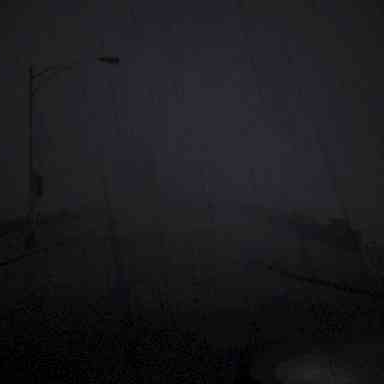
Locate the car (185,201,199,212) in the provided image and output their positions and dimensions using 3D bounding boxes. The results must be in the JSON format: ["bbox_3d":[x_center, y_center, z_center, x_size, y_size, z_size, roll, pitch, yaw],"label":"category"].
[{"bbox_3d":[0.020,1.995,45.435,1.812,1.442,4.674,0,-1,0],"label":"car"}]
